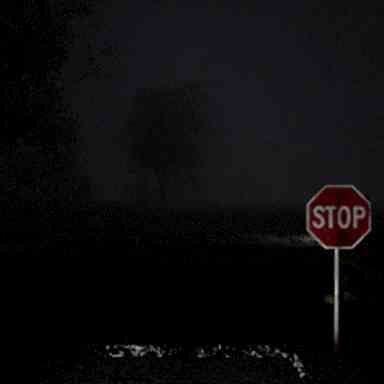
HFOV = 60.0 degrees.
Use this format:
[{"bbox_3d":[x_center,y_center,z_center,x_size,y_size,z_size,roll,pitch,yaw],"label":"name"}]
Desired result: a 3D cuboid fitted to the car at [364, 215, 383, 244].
[{"bbox_3d":[9.975,1.732,16.339,4.181,1.385,1.994,1,0,3],"label":"car"}]
